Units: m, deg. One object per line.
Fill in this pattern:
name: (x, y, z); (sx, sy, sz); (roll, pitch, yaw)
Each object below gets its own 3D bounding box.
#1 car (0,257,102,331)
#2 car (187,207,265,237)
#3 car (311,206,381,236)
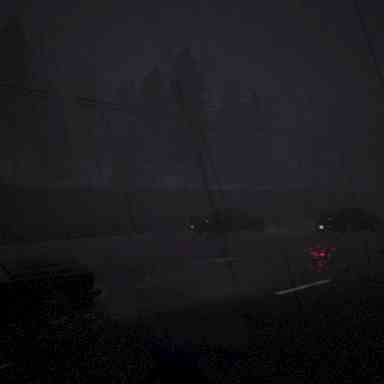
car: (-3.947, 1.601, 5.231); (4.718, 1.301, 1.895); (0, 0, -35)
car: (1.902, 1.543, 17.997); (4.674, 1.442, 1.812); (0, 0, -35)
car: (8.622, 1.531, 18.493); (4.892, 1.490, 1.837); (0, 0, -36)
